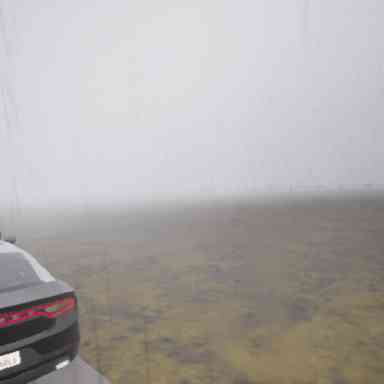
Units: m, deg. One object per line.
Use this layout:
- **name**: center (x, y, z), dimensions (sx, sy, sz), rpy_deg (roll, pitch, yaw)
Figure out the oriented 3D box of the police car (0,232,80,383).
- **police car**: center (-3.544, 1.432, 5.055), dimensions (1.930, 1.638, 5.238), rpy_deg (-2, 1, -43)
